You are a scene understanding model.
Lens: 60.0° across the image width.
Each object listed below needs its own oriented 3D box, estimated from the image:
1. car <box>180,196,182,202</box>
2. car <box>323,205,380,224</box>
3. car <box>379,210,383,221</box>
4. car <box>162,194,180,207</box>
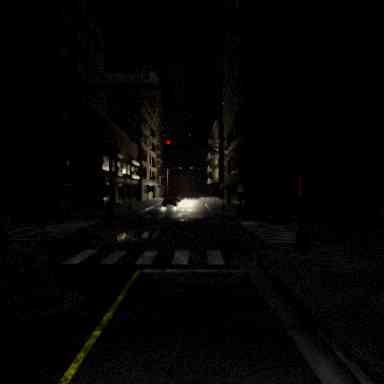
[{"bbox_3d":[-3.017,1.142,63.117,1.837,1.490,4.892,0,0,1],"label":"car"},{"bbox_3d":[11.661,1.576,24.038,4.206,1.307,1.802,1,0,0],"label":"car"},{"bbox_3d":[11.626,1.633,15.513,4.403,1.369,2.008,1,0,0],"label":"car"},{"bbox_3d":[-3.070,1.222,46.205,1.882,1.535,5.008,0,0,0],"label":"car"}]
